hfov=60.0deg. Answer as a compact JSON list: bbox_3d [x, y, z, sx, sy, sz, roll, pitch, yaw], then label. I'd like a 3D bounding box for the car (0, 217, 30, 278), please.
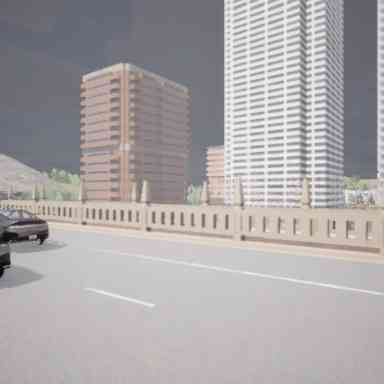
[{"bbox_3d":[-6.672,1.492,8.751,4.902,1.511,2.128,0,0,36],"label":"car"}]

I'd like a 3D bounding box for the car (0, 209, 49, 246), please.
[{"bbox_3d":[-7.997,1.492,13.995,4.902,1.511,2.128,0,0,36],"label":"car"}]
